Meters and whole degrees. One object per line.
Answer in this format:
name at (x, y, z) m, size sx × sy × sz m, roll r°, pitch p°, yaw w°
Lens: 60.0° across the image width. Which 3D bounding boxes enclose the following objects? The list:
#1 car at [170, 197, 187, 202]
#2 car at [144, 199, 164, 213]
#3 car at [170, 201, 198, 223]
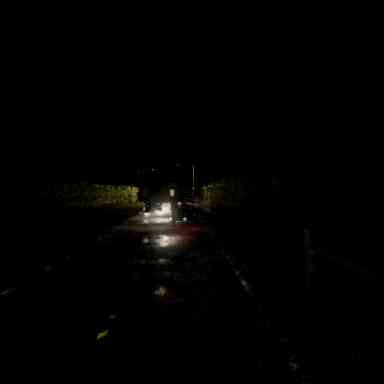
car at (-1.652, 1.429, 41.478) m, size 2.097 × 1.767 × 4.553 m, roll 0°, pitch 0°, yaw -5°
car at (-4.367, 1.579, 38.545) m, size 1.837 × 1.490 × 4.892 m, roll 0°, pitch -1°, yaw -4°
car at (-0.601, 1.640, 25.688) m, size 1.895 × 1.301 × 4.718 m, roll 0°, pitch 0°, yaw -3°
